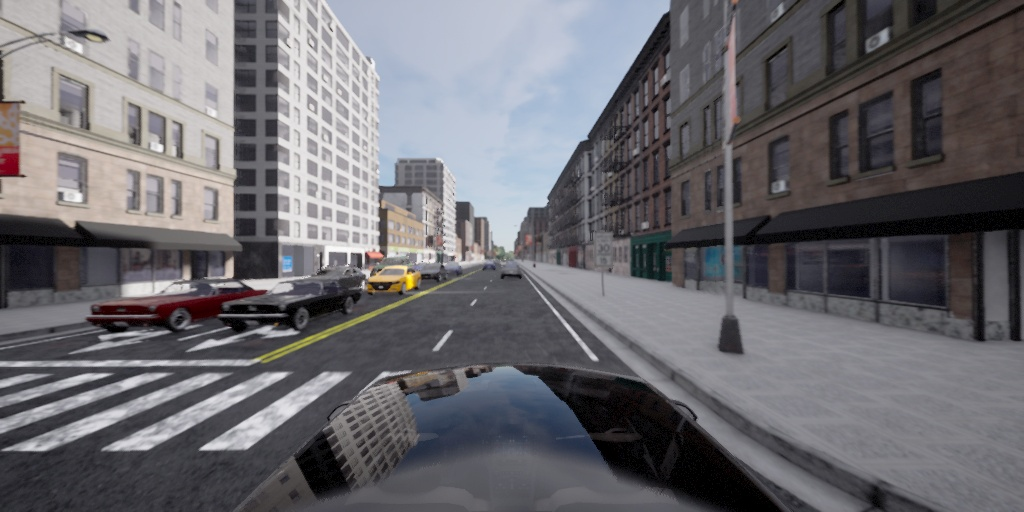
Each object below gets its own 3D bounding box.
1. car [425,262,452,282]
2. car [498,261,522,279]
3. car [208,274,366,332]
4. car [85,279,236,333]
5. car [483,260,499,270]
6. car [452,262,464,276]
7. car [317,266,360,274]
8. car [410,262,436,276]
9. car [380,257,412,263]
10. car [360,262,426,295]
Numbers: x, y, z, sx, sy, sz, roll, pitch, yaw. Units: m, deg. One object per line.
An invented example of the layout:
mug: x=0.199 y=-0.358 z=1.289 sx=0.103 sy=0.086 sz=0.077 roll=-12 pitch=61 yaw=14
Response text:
car: x=-6.657 y=1.375 z=30.329 sx=1.837 sy=1.490 sz=4.892 roll=0 pitch=0 yaw=0
car: x=-0.063 y=1.417 z=34.605 sx=1.994 sy=1.385 sz=4.181 roll=0 pitch=0 yaw=0
car: x=-6.630 y=1.412 z=11.347 sx=1.895 sy=1.301 sz=4.718 roll=0 pitch=0 yaw=0
car: x=-9.891 y=1.427 z=11.282 sx=1.895 sy=1.301 sz=4.718 roll=0 pitch=0 yaw=0
car: x=-3.436 y=1.455 z=55.777 sx=1.812 sy=1.442 sz=4.674 roll=0 pitch=0 yaw=0
car: x=-6.691 y=1.426 z=40.521 sx=1.812 sy=1.442 sz=4.674 roll=0 pitch=0 yaw=0
car: x=-9.920 y=1.360 z=20.384 sx=1.837 sy=1.490 sz=4.892 roll=0 pitch=0 yaw=0
car: x=-9.941 y=1.441 z=40.504 sx=1.812 sy=1.442 sz=4.674 roll=0 pitch=0 yaw=0
car: x=-9.907 y=1.106 z=30.206 sx=2.150 sy=2.045 sz=5.566 roll=0 pitch=0 yaw=0
car: x=-6.668 y=1.319 z=20.739 sx=1.882 sy=1.535 sz=5.008 roll=0 pitch=0 yaw=0
